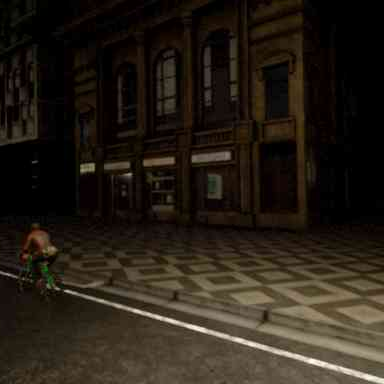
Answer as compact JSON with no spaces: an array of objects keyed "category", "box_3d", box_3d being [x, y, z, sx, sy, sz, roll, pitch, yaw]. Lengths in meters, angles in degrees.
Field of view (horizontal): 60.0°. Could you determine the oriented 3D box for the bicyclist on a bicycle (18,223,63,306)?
[{"category":"bicyclist on a bicycle","box_3d":[-3.189,1.473,6.937,1.656,1.620,0.582,-1,0,35]}]
